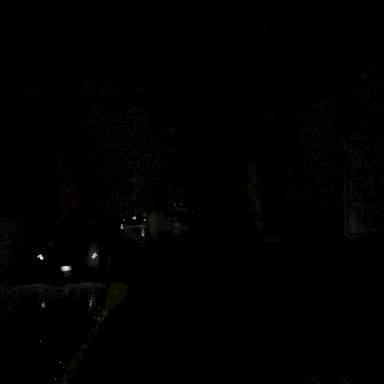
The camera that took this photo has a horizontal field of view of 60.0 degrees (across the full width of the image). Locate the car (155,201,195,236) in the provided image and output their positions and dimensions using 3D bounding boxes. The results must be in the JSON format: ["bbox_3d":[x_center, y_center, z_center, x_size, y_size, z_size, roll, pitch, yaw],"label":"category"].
[{"bbox_3d":[-0.869,1.512,18.783,1.882,1.535,5.008,-1,0,-3],"label":"car"}]

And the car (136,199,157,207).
[{"bbox_3d":[-4.760,1.679,37.589,2.128,1.511,4.902,-1,0,-3],"label":"car"}]

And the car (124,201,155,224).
[{"bbox_3d":[-4.170,1.662,25.416,1.994,1.385,4.181,-1,0,-3],"label":"car"}]

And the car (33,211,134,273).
[{"bbox_3d":[-3.402,1.595,11.241,2.033,1.411,5.357,-1,0,-3],"label":"car"}]
